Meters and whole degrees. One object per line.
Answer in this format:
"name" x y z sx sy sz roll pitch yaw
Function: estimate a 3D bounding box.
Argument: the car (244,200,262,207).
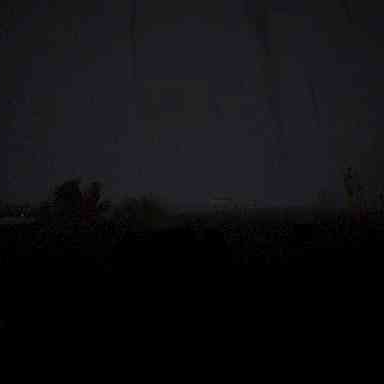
"car" 11.858 2.248 64.056 1.895 1.301 4.718 -1 -1 36

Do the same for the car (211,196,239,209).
"car" 5.643 1.750 55.346 2.150 2.045 5.566 -1 -1 38

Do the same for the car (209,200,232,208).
"car" 5.284 2.148 60.926 1.837 1.490 4.892 -1 -2 36

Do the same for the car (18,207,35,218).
"car" -14.505 1.816 33.618 2.033 1.411 5.357 -1 -1 36

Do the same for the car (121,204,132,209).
"car" -6.927 1.956 44.136 2.033 1.411 5.357 -1 -1 36
